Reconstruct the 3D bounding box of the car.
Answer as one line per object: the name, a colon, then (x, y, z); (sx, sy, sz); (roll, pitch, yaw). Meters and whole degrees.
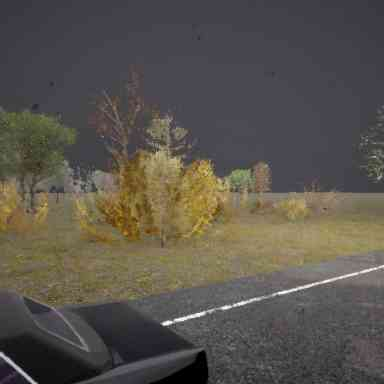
car: (-2.260, 1.601, 2.364); (4.718, 1.301, 1.895); (0, 0, -35)
